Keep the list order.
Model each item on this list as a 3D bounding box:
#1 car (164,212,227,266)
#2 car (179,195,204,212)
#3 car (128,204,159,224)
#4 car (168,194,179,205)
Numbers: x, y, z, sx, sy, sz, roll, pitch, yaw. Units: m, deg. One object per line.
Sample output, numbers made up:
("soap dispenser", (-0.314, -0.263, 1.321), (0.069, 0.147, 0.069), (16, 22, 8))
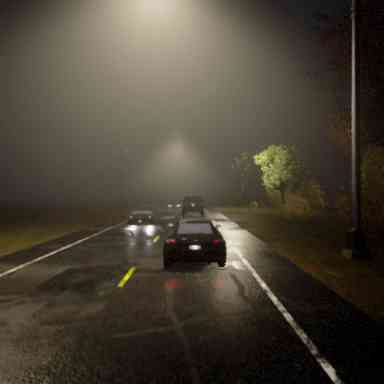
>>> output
("car", (0.094, 1.613, 11.797), (1.994, 1.385, 4.181), (0, 0, 0))
("car", (0.102, 1.357, 34.366), (2.150, 2.045, 5.566), (0, 0, 0))
("car", (-3.601, 1.651, 25.773), (2.033, 1.411, 5.357), (0, 0, 0))
("car", (-3.500, 1.464, 66.841), (2.150, 2.045, 5.566), (0, 0, 0))
